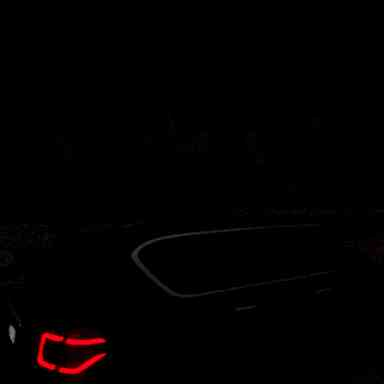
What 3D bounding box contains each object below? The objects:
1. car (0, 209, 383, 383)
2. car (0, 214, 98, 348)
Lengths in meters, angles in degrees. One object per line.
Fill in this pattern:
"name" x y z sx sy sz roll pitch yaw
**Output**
"car" 0.702 1.252 4.305 5.566 2.045 2.150 0 0 -36
"car" -4.059 1.361 5.135 4.553 1.767 2.097 0 0 -36
